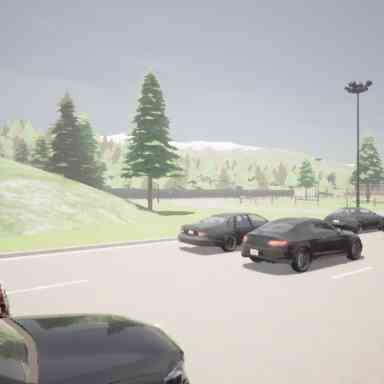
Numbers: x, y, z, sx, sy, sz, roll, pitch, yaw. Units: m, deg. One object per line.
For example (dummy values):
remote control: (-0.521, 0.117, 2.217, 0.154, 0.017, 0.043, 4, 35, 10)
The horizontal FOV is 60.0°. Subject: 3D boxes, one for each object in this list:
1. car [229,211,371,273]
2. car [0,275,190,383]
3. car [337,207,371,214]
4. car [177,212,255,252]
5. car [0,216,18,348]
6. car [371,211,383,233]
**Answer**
car: (3.608, 1.525, 10.709, 4.674, 1.442, 1.812, 0, 0, -36)
car: (-2.159, 1.526, 2.205, 4.674, 1.442, 1.812, 0, 0, -36)
car: (9.471, 1.563, 19.265, 4.181, 1.385, 1.994, 0, 0, -36)
car: (1.990, 1.547, 13.845, 5.357, 1.411, 2.033, 0, 0, -36)
car: (-5.032, 1.351, 4.434, 4.553, 1.767, 2.097, 0, 0, -36)
car: (11.117, 1.490, 16.137, 4.902, 1.511, 2.128, 0, 0, -36)
